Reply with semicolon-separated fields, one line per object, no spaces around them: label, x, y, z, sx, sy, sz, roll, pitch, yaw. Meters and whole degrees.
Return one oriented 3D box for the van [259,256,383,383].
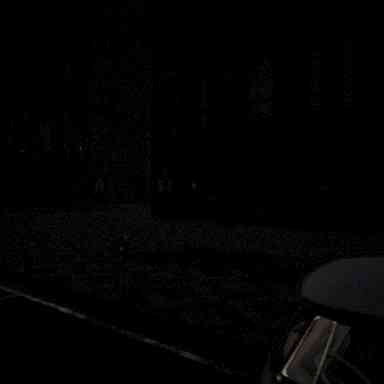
van;2.200;1.352;1.410;3.998;1.788;1.690;1;0;36
